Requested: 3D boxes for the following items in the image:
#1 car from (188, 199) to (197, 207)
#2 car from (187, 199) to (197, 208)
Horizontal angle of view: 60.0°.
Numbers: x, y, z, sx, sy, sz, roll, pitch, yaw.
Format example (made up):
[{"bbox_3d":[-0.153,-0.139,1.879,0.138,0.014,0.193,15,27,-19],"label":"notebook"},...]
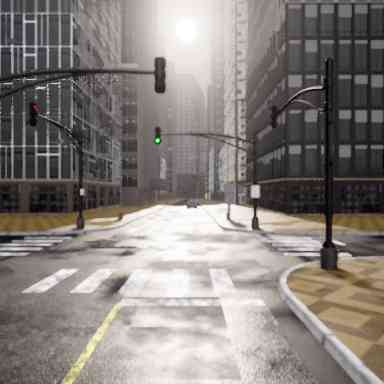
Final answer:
[{"bbox_3d":[0.010,2.223,69.210,1.812,1.442,4.674,0,-1,0],"label":"car"},{"bbox_3d":[0.008,2.204,59.222,1.895,1.301,4.718,0,-1,0],"label":"car"}]
